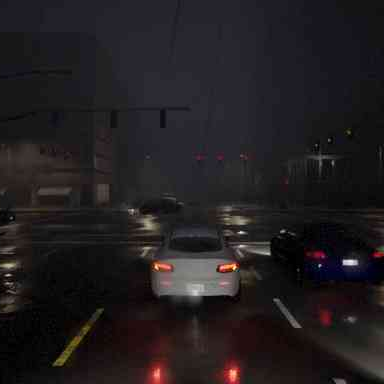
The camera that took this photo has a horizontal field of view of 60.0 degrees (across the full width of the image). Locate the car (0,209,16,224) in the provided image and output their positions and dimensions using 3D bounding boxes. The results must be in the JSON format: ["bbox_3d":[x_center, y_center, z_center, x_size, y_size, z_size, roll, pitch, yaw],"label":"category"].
[{"bbox_3d":[-14.229,1.436,22.053,4.902,1.511,2.128,0,0,6],"label":"car"}]

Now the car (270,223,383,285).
[{"bbox_3d":[3.587,1.564,9.531,1.994,1.385,4.181,0,0,0],"label":"car"}]

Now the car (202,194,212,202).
[{"bbox_3d":[3.568,1.546,78.429,1.994,1.385,4.181,0,0,0],"label":"car"}]

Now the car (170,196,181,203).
[{"bbox_3d":[-3.439,1.553,70.423,1.994,1.385,4.181,0,0,0],"label":"car"}]

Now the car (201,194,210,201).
[{"bbox_3d":[3.576,1.316,86.954,2.097,1.767,4.553,0,0,0],"label":"car"}]

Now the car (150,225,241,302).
[{"bbox_3d":[0.077,1.526,8.165,1.812,1.442,4.674,0,0,0],"label":"car"}]

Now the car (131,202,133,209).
[{"bbox_3d":[-7.082,1.478,46.101,1.882,1.535,5.008,0,0,1],"label":"car"}]

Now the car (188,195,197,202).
[{"bbox_3d":[0.068,1.518,77.875,2.128,1.511,4.902,0,0,0],"label":"car"}]

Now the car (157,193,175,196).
[{"bbox_3d":[-3.543,1.222,50.583,2.150,2.045,5.566,0,0,0],"label":"car"}]

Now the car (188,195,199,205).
[{"bbox_3d":[0.144,1.601,56.479,1.895,1.301,4.718,0,0,0],"label":"car"}]

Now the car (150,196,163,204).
[{"bbox_3d":[-6.977,1.564,65.821,1.994,1.385,4.181,0,0,1],"label":"car"}]

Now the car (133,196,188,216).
[{"bbox_3d":[-2.886,1.440,31.866,1.882,1.535,5.008,1,1,37],"label":"car"}]

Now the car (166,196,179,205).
[{"bbox_3d":[-3.518,1.478,60.586,1.882,1.535,5.008,0,0,0],"label":"car"}]

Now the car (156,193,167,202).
[{"bbox_3d":[-6.934,1.225,76.512,2.150,2.045,5.566,0,0,0],"label":"car"}]
